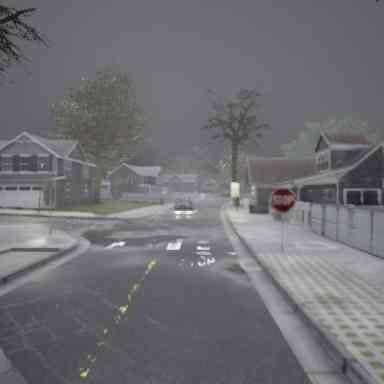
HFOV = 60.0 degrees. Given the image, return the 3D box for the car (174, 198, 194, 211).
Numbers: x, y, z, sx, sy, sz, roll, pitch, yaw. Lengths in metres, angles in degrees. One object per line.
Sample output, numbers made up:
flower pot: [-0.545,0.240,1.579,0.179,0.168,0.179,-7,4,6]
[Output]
car: [-0.866,1.427,38.305,1.994,1.385,4.181,0,1,5]
